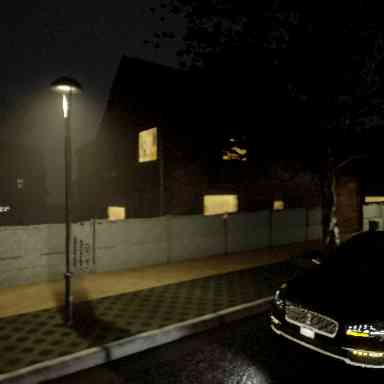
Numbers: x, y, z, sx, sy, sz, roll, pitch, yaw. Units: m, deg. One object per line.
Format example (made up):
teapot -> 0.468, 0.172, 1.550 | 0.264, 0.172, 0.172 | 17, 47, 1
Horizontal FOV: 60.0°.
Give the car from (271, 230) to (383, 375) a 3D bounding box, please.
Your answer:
car -> 3.382, 1.463, 5.536 | 4.892, 1.490, 1.837 | -1, 0, -36
